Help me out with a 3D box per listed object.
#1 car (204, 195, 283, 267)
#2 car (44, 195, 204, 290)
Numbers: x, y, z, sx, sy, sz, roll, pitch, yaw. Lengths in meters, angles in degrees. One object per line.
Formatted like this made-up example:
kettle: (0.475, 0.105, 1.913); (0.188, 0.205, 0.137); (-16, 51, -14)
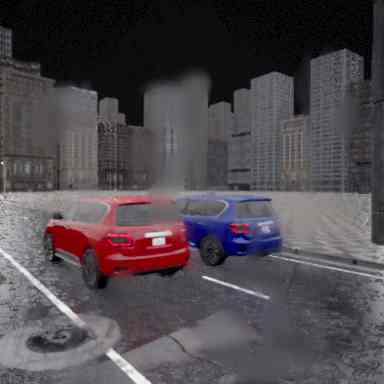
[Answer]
car: (0.427, 1.111, 11.322); (2.150, 2.045, 5.566); (0, 1, -37)
car: (-2.341, 1.118, 9.154); (2.150, 2.045, 5.566); (0, 1, -38)
